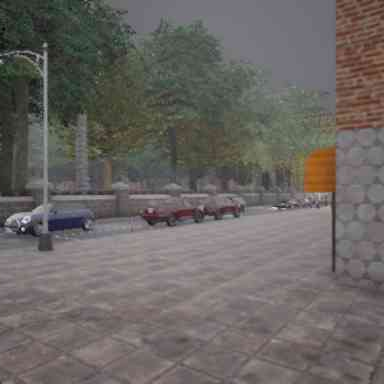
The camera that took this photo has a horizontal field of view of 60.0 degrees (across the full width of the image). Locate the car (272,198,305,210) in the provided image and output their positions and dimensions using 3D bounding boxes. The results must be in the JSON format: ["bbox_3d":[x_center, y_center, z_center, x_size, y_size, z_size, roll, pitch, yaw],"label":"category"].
[{"bbox_3d":[11.962,1.486,41.030,1.947,1.339,4.313,0,0,35],"label":"car"}]

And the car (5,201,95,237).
[{"bbox_3d":[-7.629,1.342,18.185,2.097,1.767,4.553,0,0,35],"label":"car"}]

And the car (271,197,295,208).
[{"bbox_3d":[12.915,1.480,46.935,1.994,1.385,4.181,0,0,36],"label":"car"}]

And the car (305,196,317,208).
[{"bbox_3d":[15.252,1.491,45.655,1.802,1.307,4.206,0,0,35],"label":"car"}]

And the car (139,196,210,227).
[{"bbox_3d":[-1.197,1.283,22.531,2.192,1.841,5.009,0,0,35],"label":"car"}]

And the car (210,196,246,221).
[{"bbox_3d":[2.092,1.270,27.156,2.192,1.841,5.009,0,0,35],"label":"car"}]

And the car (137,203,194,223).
[{"bbox_3d":[-1.981,1.569,26.154,1.895,1.301,4.718,0,0,35],"label":"car"}]

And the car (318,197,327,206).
[{"bbox_3d":[18.541,1.338,50.279,1.967,1.590,4.097,0,0,35],"label":"car"}]

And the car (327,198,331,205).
[{"bbox_3d":[21.831,1.469,54.904,1.802,1.307,4.206,0,0,35],"label":"car"}]
